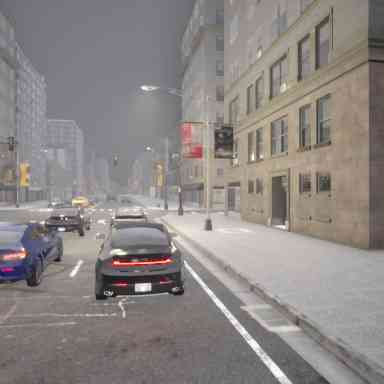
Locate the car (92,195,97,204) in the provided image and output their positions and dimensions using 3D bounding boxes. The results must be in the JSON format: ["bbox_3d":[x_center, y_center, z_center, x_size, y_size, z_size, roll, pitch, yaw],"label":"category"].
[{"bbox_3d":[-18.220,1.378,58.047,2.097,1.767,4.553,0,0,-12],"label":"car"}]

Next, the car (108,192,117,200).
[{"bbox_3d":[-20.919,1.123,87.987,2.150,2.045,5.566,0,0,-11],"label":"car"}]

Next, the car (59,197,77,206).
[{"bbox_3d":[-21.481,1.574,57.751,2.033,1.411,5.357,0,0,-11],"label":"car"}]

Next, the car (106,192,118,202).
[{"bbox_3d":[-18.847,1.250,77.775,2.150,2.045,5.566,0,0,-11],"label":"car"}]

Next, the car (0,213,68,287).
[{"bbox_3d":[-4.801,1.528,9.051,1.812,1.442,4.674,0,0,-11],"label":"car"}]

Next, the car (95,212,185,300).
[{"bbox_3d":[-1.376,1.507,8.492,1.837,1.490,4.892,0,0,-11],"label":"car"}]

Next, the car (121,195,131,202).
[{"bbox_3d":[-13.981,1.626,70.364,1.895,1.301,4.718,0,0,-11],"label":"car"}]

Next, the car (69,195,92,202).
[{"bbox_3d":[-16.409,1.501,48.962,1.882,1.535,5.008,0,0,-11],"label":"car"}]

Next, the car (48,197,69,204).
[{"bbox_3d":[-19.620,1.515,48.184,2.128,1.511,4.902,0,0,-14],"label":"car"}]

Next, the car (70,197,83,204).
[{"bbox_3d":[-23.413,1.624,67.591,1.895,1.301,4.718,0,0,-11],"label":"car"}]

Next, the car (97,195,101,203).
[{"bbox_3d":[-20.110,1.581,67.656,1.994,1.385,4.181,0,0,-11],"label":"car"}]

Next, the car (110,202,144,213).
[{"bbox_3d":[-3.326,1.497,17.611,2.128,1.511,4.902,0,0,-11],"label":"car"}]

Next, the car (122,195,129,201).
[{"bbox_3d":[-17.975,1.508,89.825,1.882,1.535,5.008,0,0,-11],"label":"car"}]

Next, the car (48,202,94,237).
[{"bbox_3d":[-6.621,1.511,18.016,1.837,1.490,4.892,0,0,-12],"label":"car"}]
